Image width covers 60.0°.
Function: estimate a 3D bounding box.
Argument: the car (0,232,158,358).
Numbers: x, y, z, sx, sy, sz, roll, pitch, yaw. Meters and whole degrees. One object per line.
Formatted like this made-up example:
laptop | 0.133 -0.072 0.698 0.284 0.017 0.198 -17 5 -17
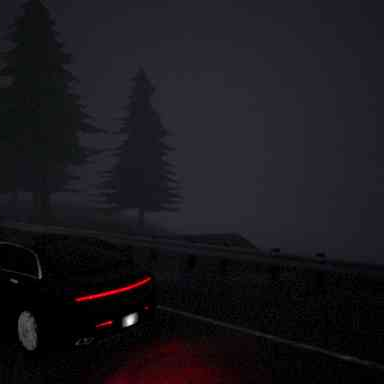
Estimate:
car | -2.811 1.502 6.055 4.892 1.490 1.837 1 0 36
